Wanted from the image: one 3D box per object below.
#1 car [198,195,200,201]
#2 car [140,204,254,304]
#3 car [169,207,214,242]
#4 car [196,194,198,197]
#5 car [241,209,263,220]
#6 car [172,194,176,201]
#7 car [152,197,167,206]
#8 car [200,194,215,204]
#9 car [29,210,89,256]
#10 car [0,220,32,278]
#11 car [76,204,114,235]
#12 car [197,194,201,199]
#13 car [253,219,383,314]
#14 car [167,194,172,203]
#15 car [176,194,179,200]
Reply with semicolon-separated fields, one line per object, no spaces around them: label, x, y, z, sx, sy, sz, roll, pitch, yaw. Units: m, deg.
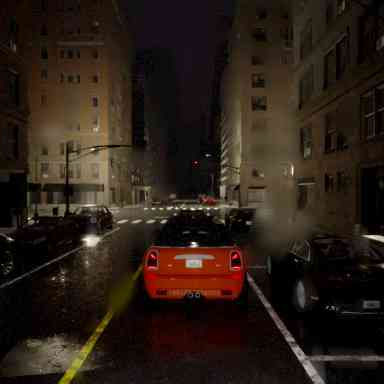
car;2.829;1.607;66.371;2.008;1.369;4.403;0;0;0
car;0.053;1.352;8.322;2.097;1.767;4.553;0;0;0
car;-0.016;1.565;16.975;1.994;1.385;4.181;0;0;0
car;2.840;1.561;88.007;1.967;1.590;4.097;0;0;0
car;2.834;1.567;18.463;1.947;1.339;4.313;0;0;0
car;-5.687;1.627;82.428;1.752;1.417;4.829;0;0;0
car;-5.703;1.618;55.556;1.802;1.307;4.206;0;0;0
car;2.822;1.477;55.553;1.967;1.590;4.097;0;0;0
car;-5.685;1.582;12.951;1.802;1.307;4.206;0;0;0
car;-5.678;1.566;7.450;1.947;1.339;4.313;0;0;0
car;-5.692;1.441;18.453;1.967;1.590;4.097;0;0;0
car;2.834;1.525;77.189;1.967;1.590;4.097;0;0;0
car;2.847;1.551;7.460;2.008;1.369;4.403;0;0;0
car;-5.696;1.607;66.372;2.008;1.369;4.403;0;0;0
car;-5.682;1.458;93.416;2.192;1.841;5.009;0;0;0
